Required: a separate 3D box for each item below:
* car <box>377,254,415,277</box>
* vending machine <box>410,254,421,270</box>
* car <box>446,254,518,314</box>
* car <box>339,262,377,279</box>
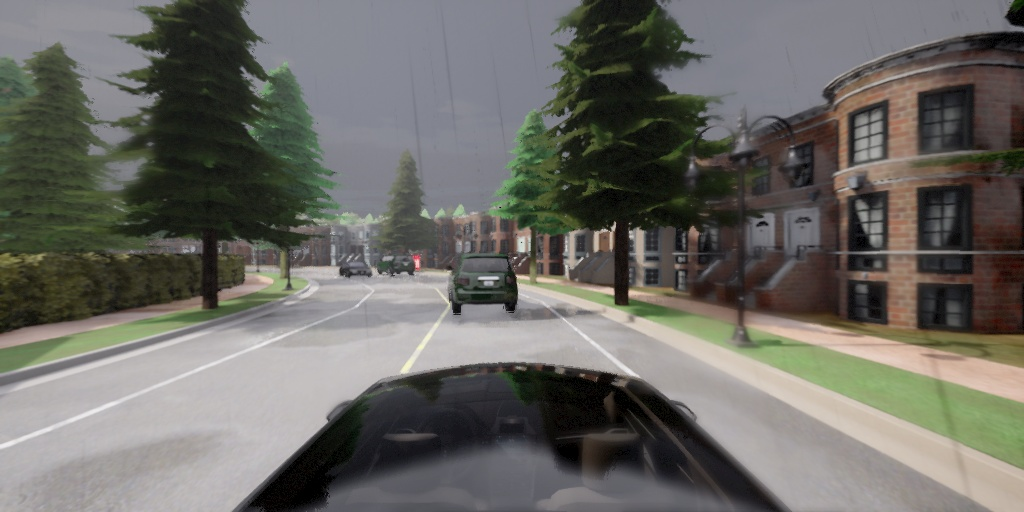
[{"bbox_3d":[-11.181,0.861,34.317,2.150,2.045,5.566,0,0,-38],"label":"car"},{"bbox_3d":[-11.517,0.804,42.767,0.880,2.100,1.100,0,0,44],"label":"vending machine"},{"bbox_3d":[-1.286,0.929,13.753,2.150,2.045,5.566,0,0,-12],"label":"car"},{"bbox_3d":[-13.798,1.214,31.574,1.994,1.385,4.181,0,0,-39],"label":"car"}]
